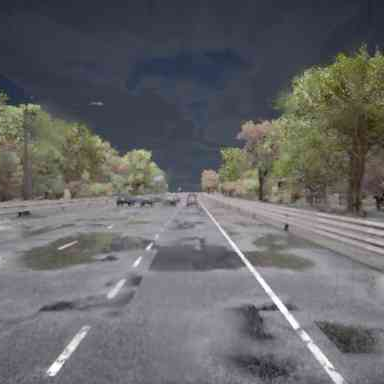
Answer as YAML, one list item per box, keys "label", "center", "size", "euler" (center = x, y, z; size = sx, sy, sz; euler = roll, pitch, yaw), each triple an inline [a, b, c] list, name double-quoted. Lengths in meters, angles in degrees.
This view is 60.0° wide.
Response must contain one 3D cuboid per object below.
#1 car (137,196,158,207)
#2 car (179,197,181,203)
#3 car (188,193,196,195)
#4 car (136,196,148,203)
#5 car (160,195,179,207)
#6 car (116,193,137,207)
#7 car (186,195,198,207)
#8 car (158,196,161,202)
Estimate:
- label: "car"
  center: [-6.981, 1.534, 52.851]
  size: [1.837, 1.490, 4.892]
  euler: [0, 0, 0]
- label: "car"
  center: [-3.471, 1.384, 70.286]
  size: [2.097, 1.767, 4.553]
  euler: [0, 0, 0]
- label: "car"
  center: [0.029, 1.254, 70.414]
  size: [2.150, 2.045, 5.566]
  euler: [0, 0, 0]
- label: "car"
  center: [-10.472, 1.554, 69.765]
  size: [1.812, 1.442, 4.674]
  euler: [0, 0, 0]
- label: "car"
  center: [-3.481, 1.503, 52.848]
  size: [1.882, 1.535, 5.008]
  euler: [0, 0, 0]
- label: "car"
  center: [-10.481, 1.248, 52.864]
  size: [2.150, 2.045, 5.566]
  euler: [0, 0, 0]
- label: "car"
  center: [0.018, 1.572, 52.829]
  size: [2.033, 1.411, 5.357]
  euler: [0, 0, 0]
- label: "car"
  center: [-6.971, 1.534, 70.109]
  size: [1.837, 1.490, 4.892]
  euler: [0, 0, 0]
